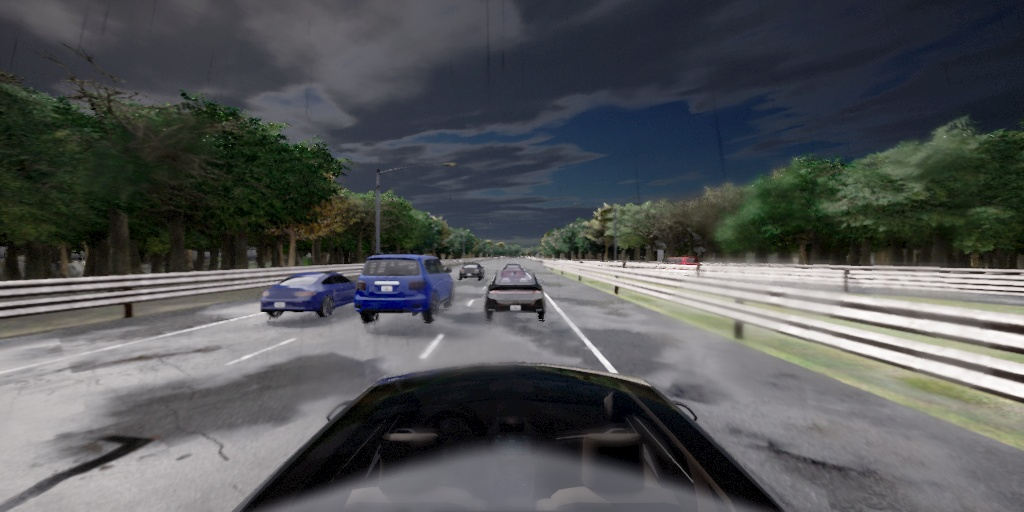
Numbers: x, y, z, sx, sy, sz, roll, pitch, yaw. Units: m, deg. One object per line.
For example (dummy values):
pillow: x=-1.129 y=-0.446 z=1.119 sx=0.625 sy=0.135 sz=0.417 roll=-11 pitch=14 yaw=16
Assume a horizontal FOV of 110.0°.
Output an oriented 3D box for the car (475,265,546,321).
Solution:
car: x=0.101 y=1.251 z=12.539 sx=2.128 sy=1.511 sz=4.902 roll=0 pitch=0 yaw=0

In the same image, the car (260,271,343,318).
car: x=-6.895 y=1.278 z=12.950 sx=1.812 sy=1.442 sz=4.674 roll=0 pitch=0 yaw=0

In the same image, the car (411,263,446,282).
car: x=-6.900 y=1.319 z=30.144 sx=1.994 sy=1.385 sz=4.181 roll=0 pitch=0 yaw=0

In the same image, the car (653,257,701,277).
car: x=17.816 y=1.153 z=39.001 sx=2.150 sy=2.045 sz=5.566 roll=0 pitch=0 yaw=-17

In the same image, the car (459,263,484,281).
car: x=-3.401 y=1.309 z=30.689 sx=1.812 sy=1.442 sz=4.674 roll=0 pitch=0 yaw=0

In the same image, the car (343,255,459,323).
car: x=-3.406 y=0.980 z=12.368 sx=2.150 sy=2.045 sz=5.566 roll=0 pitch=0 yaw=-1
